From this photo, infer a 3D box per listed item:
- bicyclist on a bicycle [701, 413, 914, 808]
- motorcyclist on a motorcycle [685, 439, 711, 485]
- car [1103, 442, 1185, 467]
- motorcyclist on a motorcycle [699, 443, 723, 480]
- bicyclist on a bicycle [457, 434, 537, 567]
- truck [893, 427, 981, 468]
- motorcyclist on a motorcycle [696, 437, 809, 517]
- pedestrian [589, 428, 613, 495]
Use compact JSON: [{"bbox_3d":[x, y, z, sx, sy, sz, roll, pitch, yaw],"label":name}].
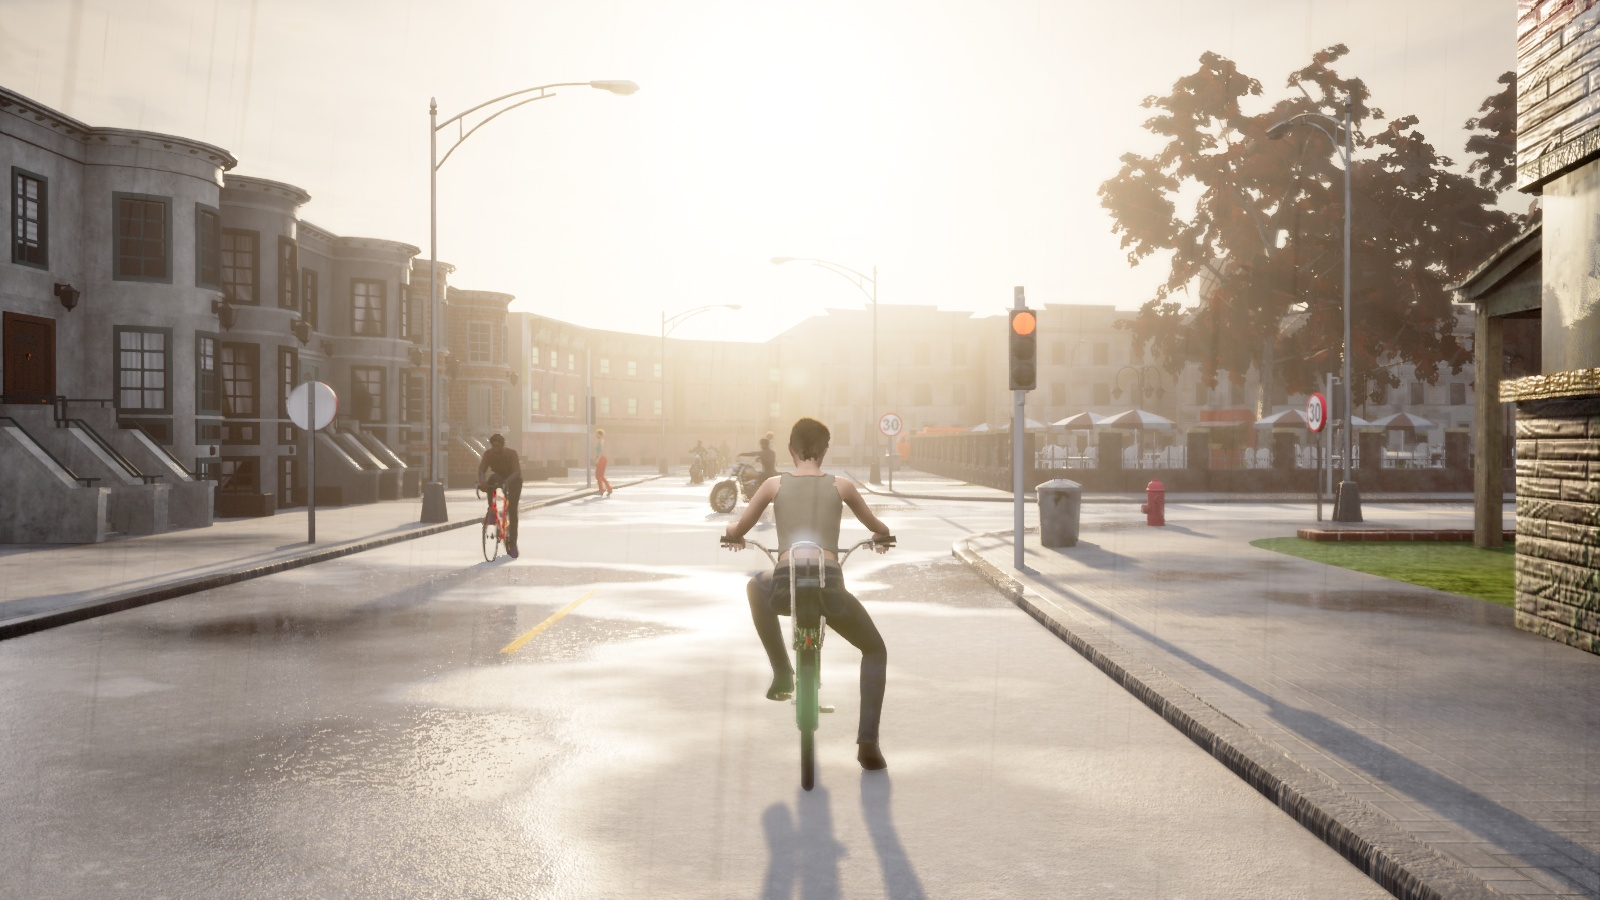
[{"bbox_3d":[0.037,0.650,5.875,0.866,1.612,1.509,0,0,0],"label":"bicyclist on a bicycle"},{"bbox_3d":[-3.778,0.429,46.842,0.766,1.649,2.350,0,0,0],"label":"motorcyclist on a motorcycle"},{"bbox_3d":[21.300,0.271,77.910,4.514,1.525,2.007,0,0,0],"label":"car"},{"bbox_3d":[-3.755,0.477,53.374,0.866,1.530,2.191,0,0,0],"label":"motorcyclist on a motorcycle"},{"bbox_3d":[-3.850,0.605,16.067,0.582,1.620,1.656,0,1,1],"label":"bicyclist on a bicycle"},{"bbox_3d":[8.443,-0.172,77.942,5.204,2.467,2.627,0,0,0],"label":"truck"},{"bbox_3d":[-1.002,0.544,26.899,2.350,1.649,0.766,0,1,-32],"label":"motorcyclist on a motorcycle"},{"bbox_3d":[-5.425,0.309,34.213,0.594,1.836,0.345,0,0,0],"label":"pedestrian"}]
